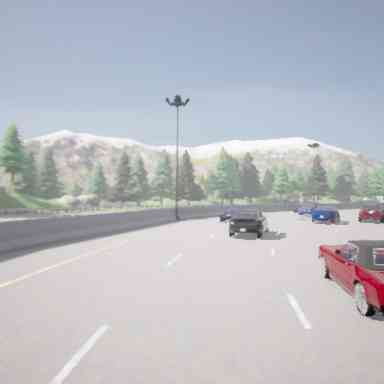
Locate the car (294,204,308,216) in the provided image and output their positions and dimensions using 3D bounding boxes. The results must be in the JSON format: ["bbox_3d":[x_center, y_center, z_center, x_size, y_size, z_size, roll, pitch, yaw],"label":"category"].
[{"bbox_3d":[14.905,2.249,40.899,2.033,1.411,5.357,0,-1,42],"label":"car"}]

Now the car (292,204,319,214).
[{"bbox_3d":[16.261,2.370,47.465,1.994,1.385,4.181,0,-1,44],"label":"car"}]

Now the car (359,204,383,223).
[{"bbox_3d":[17.564,1.947,32.141,2.097,1.767,4.553,0,-1,34],"label":"car"}]

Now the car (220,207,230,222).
[{"bbox_3d":[4.095,2.035,30.459,1.994,1.385,4.181,0,-1,27],"label":"car"}]

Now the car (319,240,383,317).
[{"bbox_3d":[4.316,1.744,7.585,1.895,1.301,4.718,0,-1,8],"label":"car"}]

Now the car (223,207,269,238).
[{"bbox_3d":[3.488,1.823,20.136,1.837,1.490,4.892,-1,-1,18],"label":"car"}]

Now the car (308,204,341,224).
[{"bbox_3d":[12.482,2.016,30.818,1.882,1.535,5.008,-1,-1,31],"label":"car"}]
